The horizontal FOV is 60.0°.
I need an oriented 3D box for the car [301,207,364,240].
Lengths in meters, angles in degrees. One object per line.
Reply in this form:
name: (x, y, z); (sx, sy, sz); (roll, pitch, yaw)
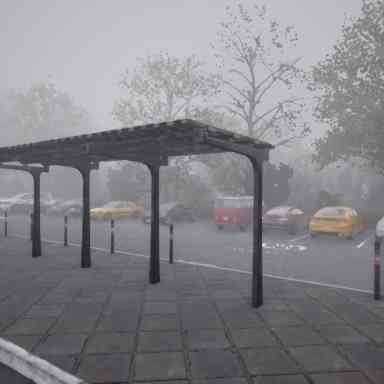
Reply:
car: (7.609, 1.501, 17.281); (2.097, 1.535, 5.008); (0, 0, 35)

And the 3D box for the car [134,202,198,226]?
car: (-1.459, 1.474, 23.688); (2.163, 1.488, 4.792); (0, 0, 35)

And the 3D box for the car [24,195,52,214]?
car: (-12.755, 1.374, 31.749); (2.097, 1.535, 5.008); (0, 0, 35)

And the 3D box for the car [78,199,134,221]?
car: (-6.076, 1.413, 26.774); (1.946, 1.575, 5.366); (0, 0, 35)

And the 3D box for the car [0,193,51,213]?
car: (-17.301, 1.095, 34.934); (2.435, 2.045, 5.566); (0, 0, 35)

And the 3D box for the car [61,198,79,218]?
car: (-8.215, 1.432, 28.555); (2.163, 1.488, 4.792); (0, 0, 35)

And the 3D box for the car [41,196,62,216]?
car: (-10.491, 1.389, 30.143); (2.231, 1.521, 4.892); (0, 0, 35)

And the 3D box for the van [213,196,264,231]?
van: (3.153, 1.247, 20.593); (1.878, 1.987, 4.442); (0, 0, 35)

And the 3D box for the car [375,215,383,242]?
car: (9.873, 1.556, 15.677); (2.002, 1.452, 4.674); (0, 0, 35)

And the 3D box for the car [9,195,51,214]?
car: (-15.019, 1.360, 33.355); (2.097, 1.535, 5.008); (0, 0, 35)

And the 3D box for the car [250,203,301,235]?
car: (5.345, 1.527, 18.890); (2.002, 1.452, 4.674); (0, 0, 35)
